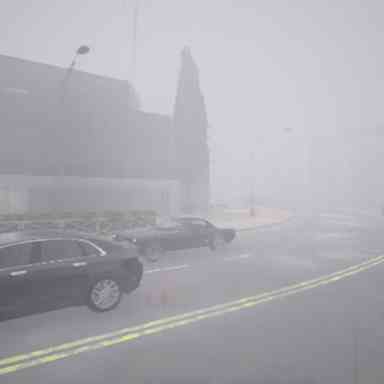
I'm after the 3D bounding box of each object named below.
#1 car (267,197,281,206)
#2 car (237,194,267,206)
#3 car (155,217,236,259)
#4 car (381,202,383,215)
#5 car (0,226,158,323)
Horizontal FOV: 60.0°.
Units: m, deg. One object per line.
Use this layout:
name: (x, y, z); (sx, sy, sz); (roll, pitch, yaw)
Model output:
car: (14.238, 1.667, 60.755); (1.837, 1.490, 4.892); (0, -1, -25)
car: (10.370, 1.369, 59.859); (2.150, 2.045, 5.566); (0, 0, -25)
car: (-0.605, 1.624, 12.400); (4.718, 1.301, 1.895); (0, 0, -39)
car: (19.875, 1.339, 31.718); (2.150, 2.045, 5.566); (0, 0, 14)
car: (-3.259, 1.508, 6.081); (4.892, 1.490, 1.837); (0, 0, -37)
